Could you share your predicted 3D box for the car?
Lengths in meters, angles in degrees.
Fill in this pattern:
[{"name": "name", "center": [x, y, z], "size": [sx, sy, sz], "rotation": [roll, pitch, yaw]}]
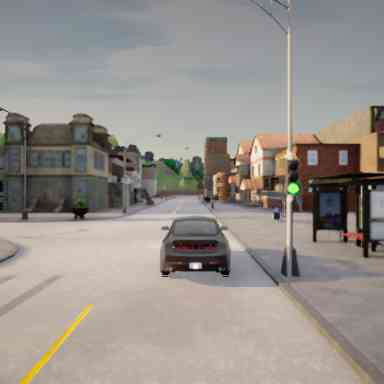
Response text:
[{"name": "car", "center": [0.089, 1.498, 10.317], "size": [1.837, 1.490, 4.892], "rotation": [0, 0, 0]}]
